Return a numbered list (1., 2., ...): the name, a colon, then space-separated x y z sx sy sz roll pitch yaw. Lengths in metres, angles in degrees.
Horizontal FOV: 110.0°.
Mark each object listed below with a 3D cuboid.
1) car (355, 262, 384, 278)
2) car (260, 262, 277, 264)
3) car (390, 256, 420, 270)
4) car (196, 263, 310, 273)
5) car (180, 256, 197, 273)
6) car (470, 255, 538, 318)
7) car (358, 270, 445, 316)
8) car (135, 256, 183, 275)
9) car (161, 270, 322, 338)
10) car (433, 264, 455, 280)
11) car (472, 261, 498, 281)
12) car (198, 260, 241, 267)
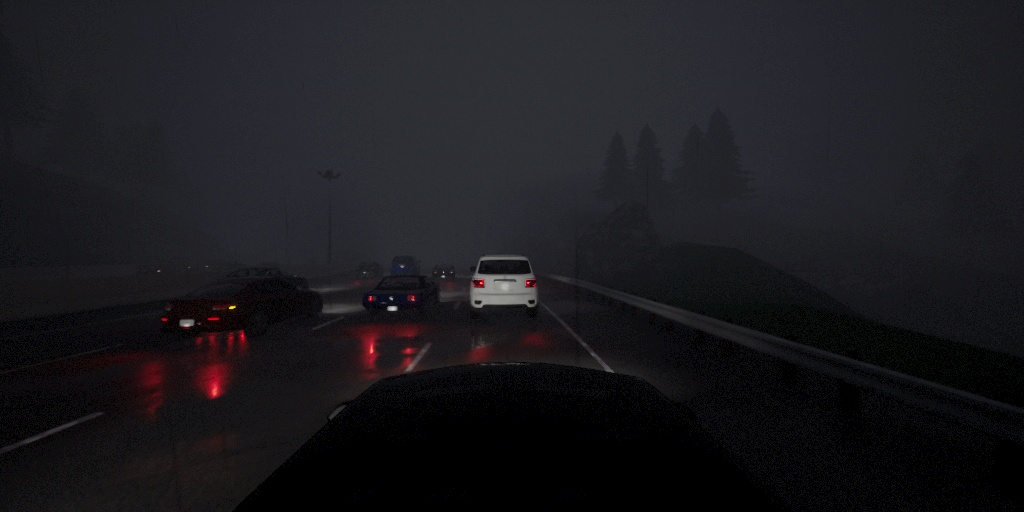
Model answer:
1. car: -13.554 1.275 34.303 2.128 1.511 4.902 0 0 -10
2. car: -24.889 1.334 36.606 1.812 1.442 4.674 0 0 -12
3. car: -9.741 0.996 32.988 2.150 2.045 5.566 0 0 -10
4. car: -11.134 1.268 16.258 2.128 1.511 4.902 0 0 -4
5. car: -32.413 1.176 38.279 2.097 1.767 4.553 0 0 -13
6. car: -0.364 0.973 13.267 2.150 2.045 5.566 0 0 -3
7. car: -3.882 1.361 13.453 1.895 1.301 4.718 0 0 -4
8. car: -35.687 1.057 37.025 2.150 2.045 5.566 0 0 -13
9. car: -7.221 1.292 10.144 1.812 1.442 4.674 0 0 -3
10. car: -5.899 1.367 31.219 1.895 1.301 4.718 0 0 -9
11. car: -2.469 1.263 31.774 1.837 1.490 4.892 0 0 -9
12. car: -28.258 1.308 35.621 2.128 1.511 4.902 0 0 -12
